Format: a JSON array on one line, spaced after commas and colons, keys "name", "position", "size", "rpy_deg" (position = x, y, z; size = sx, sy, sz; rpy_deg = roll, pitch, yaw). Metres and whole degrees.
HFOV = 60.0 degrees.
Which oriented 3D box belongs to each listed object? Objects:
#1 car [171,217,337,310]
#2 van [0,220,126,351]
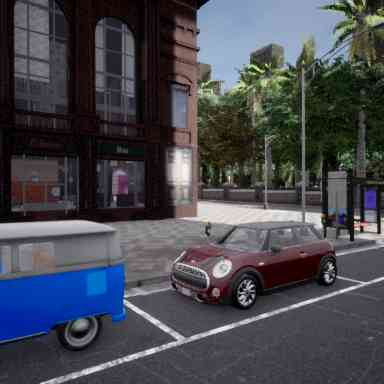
[{"name": "car", "position": [1.500, 1.439, 7.723], "size": [4.097, 1.590, 1.967], "rpy_deg": [0, 0, -35]}, {"name": "van", "position": [-2.918, 1.341, 4.573], "size": [3.998, 1.788, 1.690], "rpy_deg": [0, 0, -35]}]
